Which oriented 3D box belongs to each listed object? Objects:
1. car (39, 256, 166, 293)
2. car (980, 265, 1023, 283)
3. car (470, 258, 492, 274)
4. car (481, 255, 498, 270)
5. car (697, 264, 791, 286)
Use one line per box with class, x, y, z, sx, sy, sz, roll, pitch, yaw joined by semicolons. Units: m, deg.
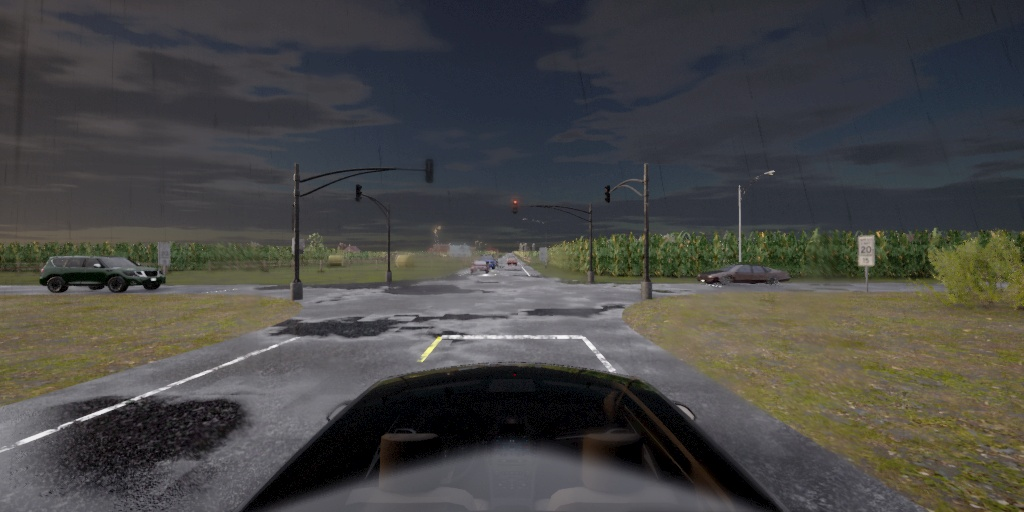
car;-23.373;1.007;20.590;5.566;2.045;2.150;0;0;0
car;34.610;1.242;23.997;4.718;1.301;1.895;0;0;0
car;-3.602;1.247;41.255;1.812;1.442;4.674;0;0;0
car;-3.595;0.926;52.085;2.150;2.045;5.566;0;0;-1
car;15.348;1.248;23.866;5.357;1.411;2.033;0;0;0
